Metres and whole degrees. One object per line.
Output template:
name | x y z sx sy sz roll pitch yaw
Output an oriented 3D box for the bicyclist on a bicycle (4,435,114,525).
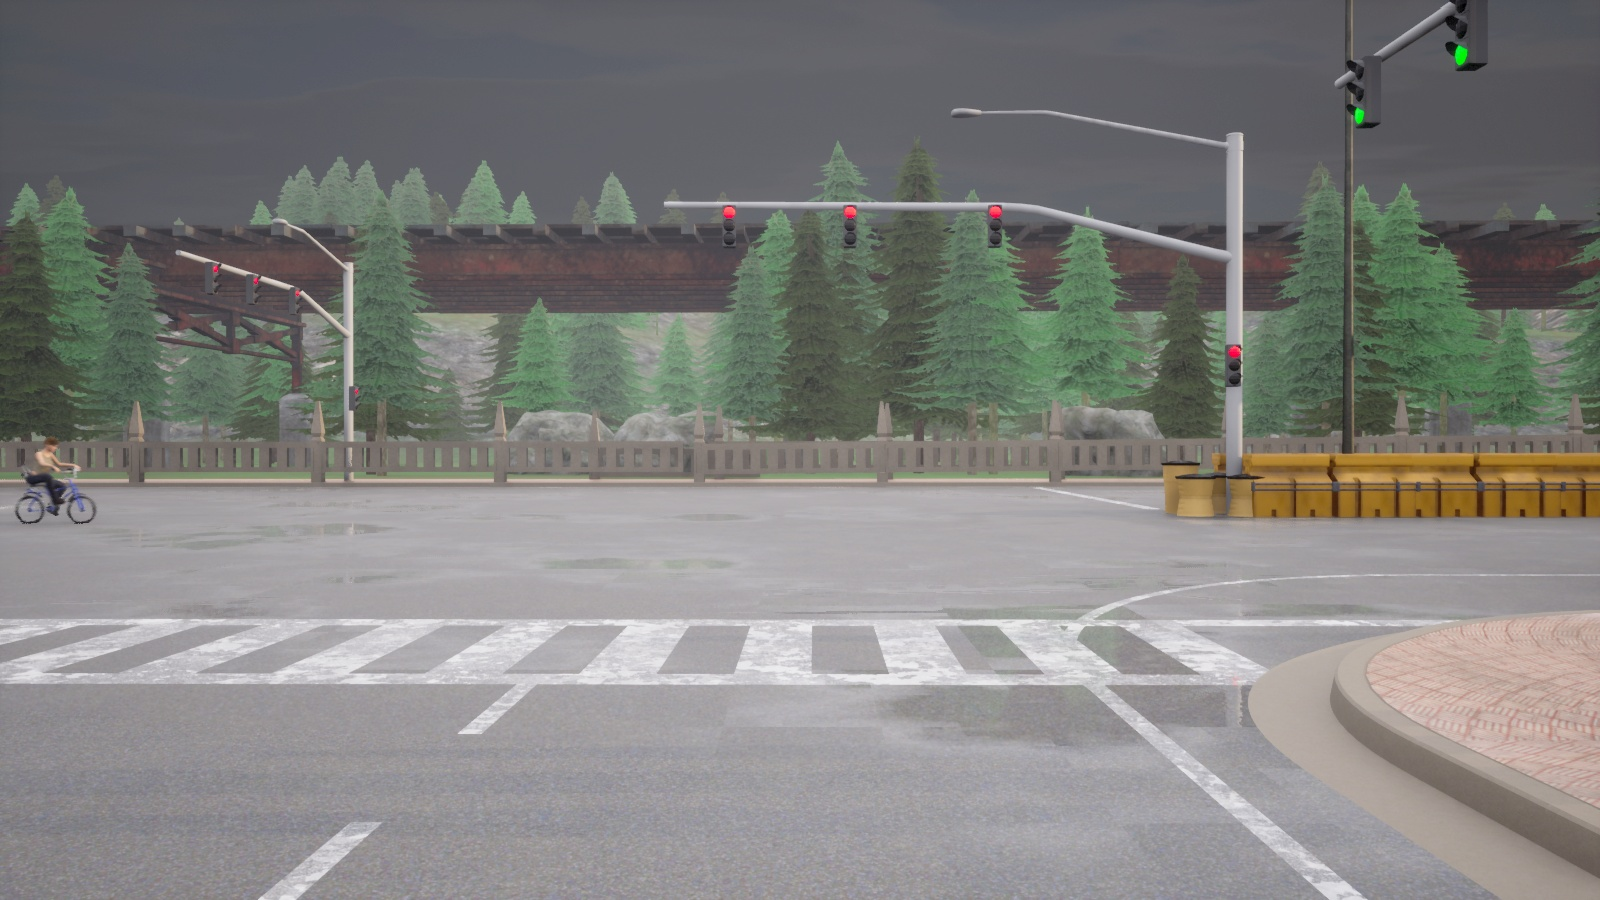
bicyclist on a bicycle | -13.601 0.542 23.078 1.509 1.612 0.866 0 0 0
